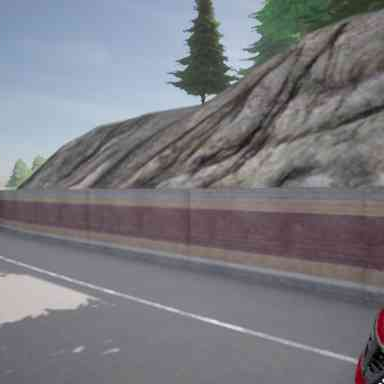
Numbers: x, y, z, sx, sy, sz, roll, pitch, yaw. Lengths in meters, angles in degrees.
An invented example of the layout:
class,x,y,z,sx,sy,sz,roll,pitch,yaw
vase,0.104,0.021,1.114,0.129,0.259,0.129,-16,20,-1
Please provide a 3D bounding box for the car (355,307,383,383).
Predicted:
class,x,y,z,sx,sy,sz,roll,pitch,yaw
car,3.755,1.234,1.376,5.566,2.045,2.150,0,0,35
